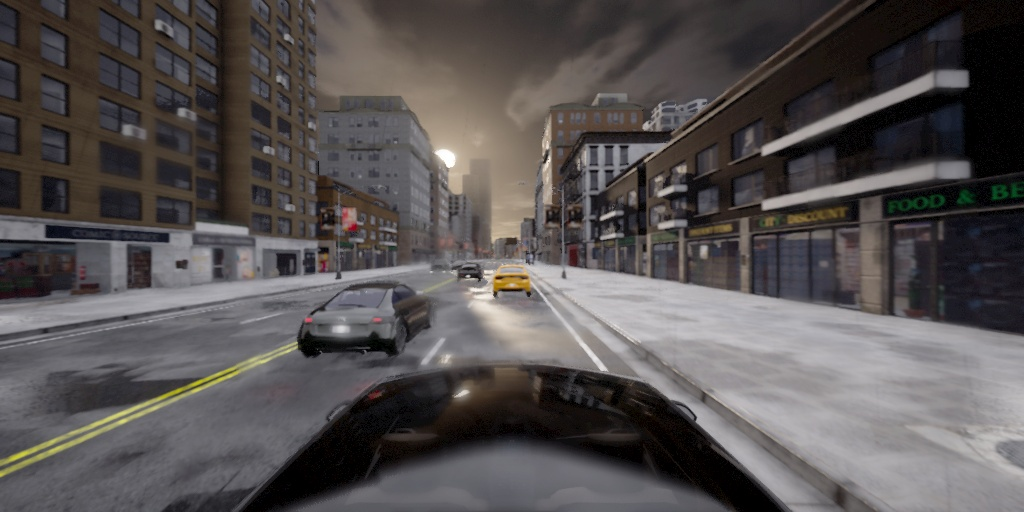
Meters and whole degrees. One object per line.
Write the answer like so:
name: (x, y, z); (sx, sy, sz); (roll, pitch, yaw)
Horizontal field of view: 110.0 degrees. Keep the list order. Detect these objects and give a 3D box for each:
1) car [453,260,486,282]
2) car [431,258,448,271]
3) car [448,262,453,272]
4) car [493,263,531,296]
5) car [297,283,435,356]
car: (-3.328, 1.273, 29.505); (1.837, 1.490, 4.892); (0, 0, 0)
car: (-10.082, 1.156, 50.711); (2.097, 1.767, 4.553); (0, 0, 0)
car: (-6.838, 1.294, 47.531); (1.837, 1.490, 4.892); (0, 0, 0)
car: (-0.016, 1.227, 19.539); (1.882, 1.535, 5.008); (0, 0, 0)
car: (-3.184, 1.332, 8.661); (1.994, 1.385, 4.181); (0, 0, 0)
